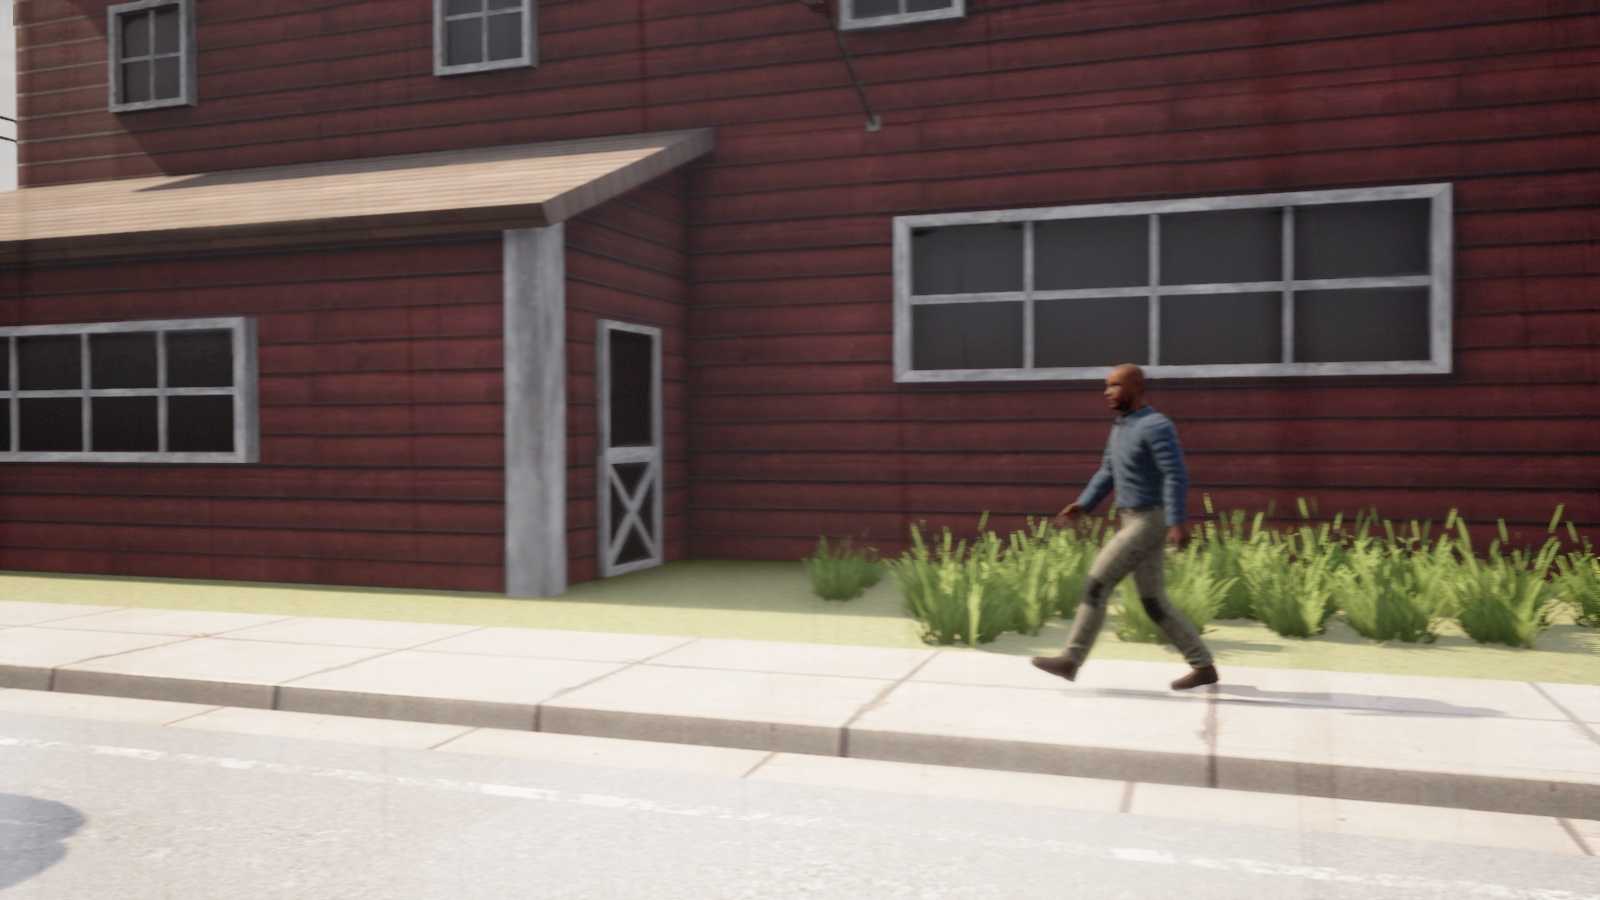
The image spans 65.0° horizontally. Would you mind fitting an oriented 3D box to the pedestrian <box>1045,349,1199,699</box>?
[{"bbox_3d":[1.724,0.386,6.772,0.726,1.835,0.370,0,1,1],"label":"pedestrian"}]
